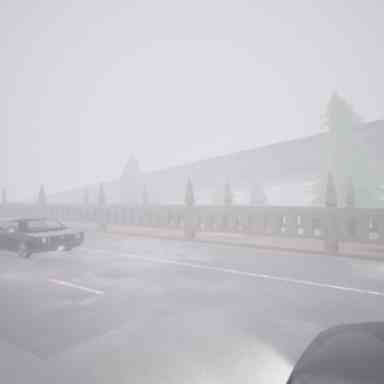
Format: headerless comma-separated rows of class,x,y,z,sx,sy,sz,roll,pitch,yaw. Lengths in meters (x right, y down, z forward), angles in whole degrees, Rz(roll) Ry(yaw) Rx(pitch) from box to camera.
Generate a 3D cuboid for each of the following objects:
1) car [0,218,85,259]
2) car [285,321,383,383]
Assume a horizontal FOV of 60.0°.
car,-6.349,1.654,12.823,4.718,1.301,1.895,0,0,36
car,2.698,1.559,2.068,4.181,1.385,1.994,0,0,36
